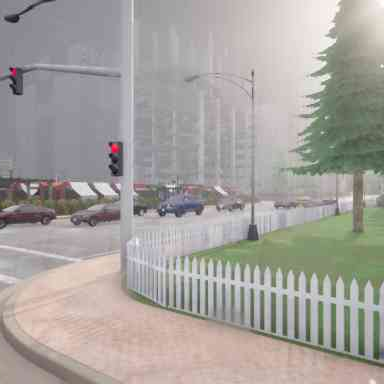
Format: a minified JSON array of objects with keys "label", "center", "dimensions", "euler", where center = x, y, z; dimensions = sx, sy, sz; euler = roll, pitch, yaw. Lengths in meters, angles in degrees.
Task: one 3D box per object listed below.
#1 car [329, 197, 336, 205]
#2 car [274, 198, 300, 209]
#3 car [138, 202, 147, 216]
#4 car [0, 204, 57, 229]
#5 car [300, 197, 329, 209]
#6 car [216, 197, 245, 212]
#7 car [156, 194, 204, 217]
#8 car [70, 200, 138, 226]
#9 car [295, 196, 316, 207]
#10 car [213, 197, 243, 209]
[{"label":"car","center":[21.092,1.525,51.247],"dimensions":[1.812,1.442,4.674],"euler":[0,0,34]},{"label":"car","center":[12.774,1.546,45.155],"dimensions":[2.033,1.411,5.357],"euler":[0,0,34]},{"label":"car","center":[-6.172,1.476,29.882],"dimensions":[1.882,1.535,5.008],"euler":[0,0,34]},{"label":"car","center":[-11.387,1.524,22.133],"dimensions":[1.812,1.442,4.674],"euler":[0,0,36]},{"label":"car","center":[16.226,1.563,44.019],"dimensions":[1.994,1.385,4.181],"euler":[0,0,34]},{"label":"car","center":[4.663,1.490,39.692],"dimensions":[2.128,1.511,4.902],"euler":[0,0,34]},{"label":"car","center":[-0.967,1.220,31.349],"dimensions":[2.150,2.045,5.566],"euler":[0,0,34]},{"label":"car","center":[-6.273,1.524,23.426],"dimensions":[1.812,1.442,4.674],"euler":[0,0,34]},{"label":"car","center":[18.260,1.477,53.308],"dimensions":[1.882,1.535,5.008],"euler":[0,0,34]},{"label":"car","center":[5.173,1.490,46.670],"dimensions":[2.128,1.511,4.902],"euler":[0,0,34]}]
